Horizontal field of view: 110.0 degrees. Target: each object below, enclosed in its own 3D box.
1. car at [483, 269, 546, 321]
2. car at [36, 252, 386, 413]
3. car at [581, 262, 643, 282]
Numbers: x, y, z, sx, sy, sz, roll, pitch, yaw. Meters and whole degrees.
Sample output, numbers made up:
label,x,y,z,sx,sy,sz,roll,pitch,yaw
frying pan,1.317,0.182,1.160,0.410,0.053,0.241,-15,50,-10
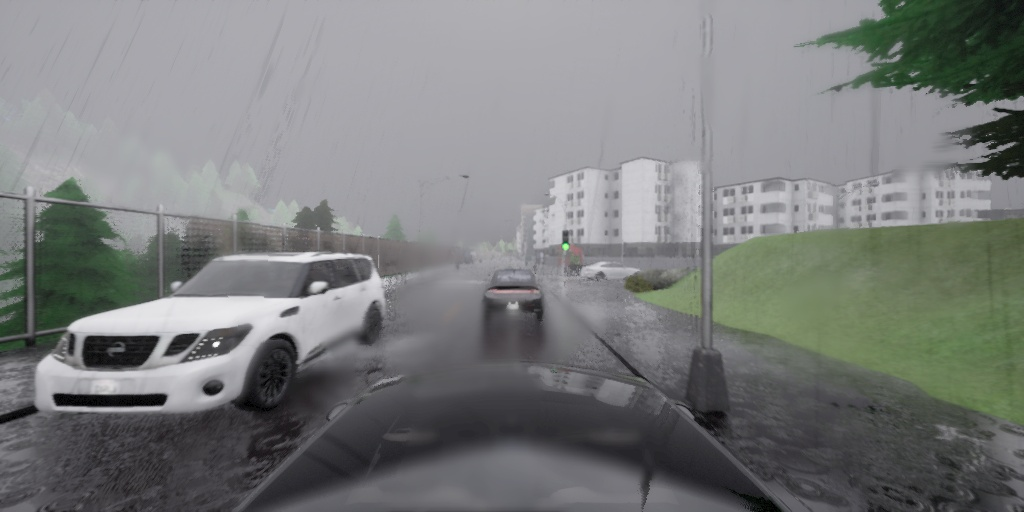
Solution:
label,x,y,z,sx,sy,sz,roll,pitch,yaw
car,0.072,1.187,12.190,2.128,1.511,4.902,0,0,0
car,-4.090,0.946,6.375,2.150,2.045,5.566,0,0,0
car,7.512,1.144,26.753,4.674,1.442,1.812,0,-1,-8
